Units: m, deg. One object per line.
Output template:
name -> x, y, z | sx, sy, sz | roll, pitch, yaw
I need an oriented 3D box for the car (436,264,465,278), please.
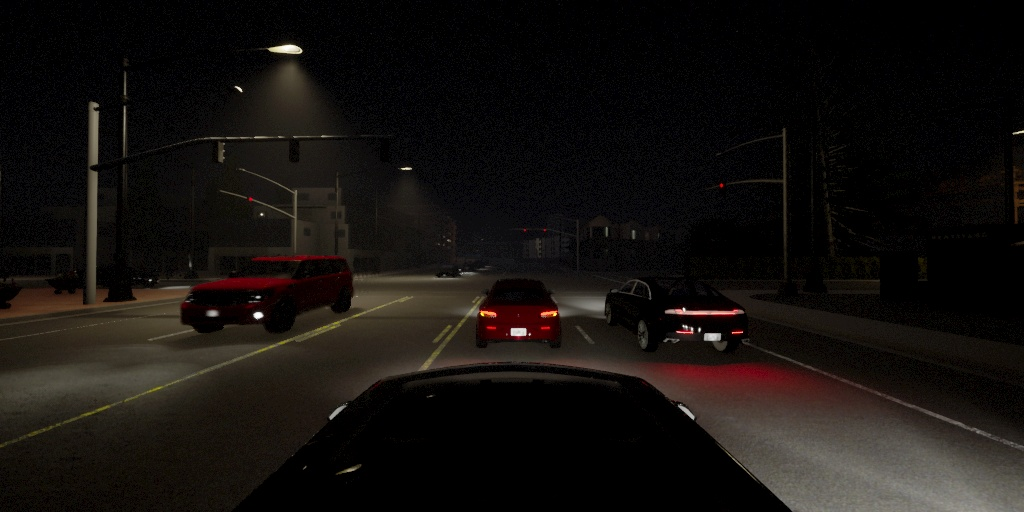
car -> -6.633, 1.566, 37.985 | 2.033, 1.411, 5.357 | 0, -1, 1

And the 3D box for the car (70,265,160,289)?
car -> -25.852, 1.332, 23.285 | 4.892, 1.490, 1.837 | 0, -1, 1

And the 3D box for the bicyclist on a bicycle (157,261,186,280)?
bicyclist on a bicycle -> -29.282, 1.231, 31.021 | 1.656, 1.620, 0.582 | 1, -1, -22

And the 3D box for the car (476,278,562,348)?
car -> 0.166, 1.288, 9.128 | 1.812, 1.442, 4.674 | 0, 0, 1

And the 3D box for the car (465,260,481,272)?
car -> -6.422, 1.634, 53.860 | 2.128, 1.511, 4.902 | 0, 0, 1

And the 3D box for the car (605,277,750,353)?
car -> 3.657, 1.250, 8.882 | 2.128, 1.511, 4.902 | 0, 0, 1

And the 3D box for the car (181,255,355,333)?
car -> -6.980, 0.994, 11.164 | 2.150, 2.045, 5.566 | 0, 0, 1

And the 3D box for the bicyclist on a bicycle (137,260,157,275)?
bicyclist on a bicycle -> -31.221, 1.156, 31.263 | 1.656, 1.620, 0.582 | 21, 4, -24
